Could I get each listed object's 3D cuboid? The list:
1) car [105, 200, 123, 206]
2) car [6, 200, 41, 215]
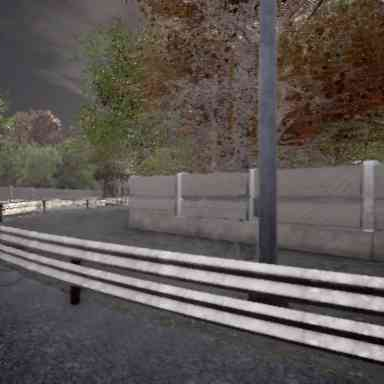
[{"bbox_3d":[-14.273,1.827,61.193,1.994,1.385,4.181,0,0,12],"label":"car"},{"bbox_3d":[-18.216,1.633,36.110,1.837,1.490,4.892,-1,0,0],"label":"car"}]
